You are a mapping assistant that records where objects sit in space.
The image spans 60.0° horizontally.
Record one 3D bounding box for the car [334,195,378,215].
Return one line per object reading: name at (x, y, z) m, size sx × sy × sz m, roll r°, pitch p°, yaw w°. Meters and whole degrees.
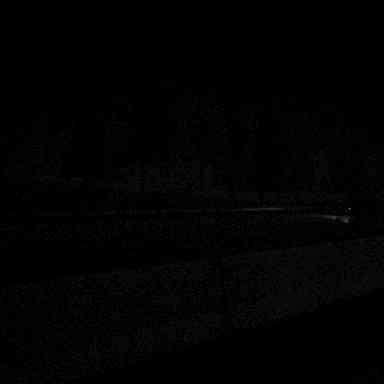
car at (18.164, 1.353, 36.730) m, size 5.566 × 2.045 × 2.150 m, roll 1°, pitch 0°, yaw -30°
